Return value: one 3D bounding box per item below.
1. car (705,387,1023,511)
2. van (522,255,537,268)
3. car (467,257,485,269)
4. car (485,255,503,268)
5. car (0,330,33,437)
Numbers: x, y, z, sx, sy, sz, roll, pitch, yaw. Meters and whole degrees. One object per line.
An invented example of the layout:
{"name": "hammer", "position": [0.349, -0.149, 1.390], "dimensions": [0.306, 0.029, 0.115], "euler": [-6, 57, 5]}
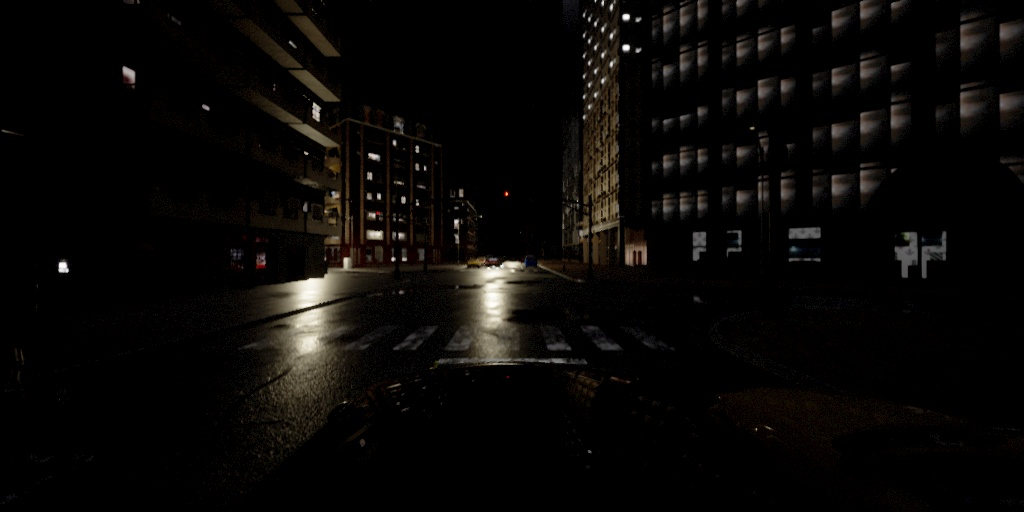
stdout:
{"name": "car", "position": [2.563, 1.280, 1.264], "dimensions": [1.751, 1.417, 4.829], "euler": [0, 0, 0]}
{"name": "van", "position": [2.626, 0.787, 50.086], "dimensions": [1.690, 1.789, 3.998], "euler": [0, 0, 0]}
{"name": "car", "position": [-5.254, 0.972, 49.927], "dimensions": [1.751, 1.417, 4.829], "euler": [0, 0, 0]}
{"name": "car", "position": [-2.759, 0.993, 53.427], "dimensions": [1.994, 1.385, 4.181], "euler": [0, 0, 0]}
{"name": "car", "position": [-5.318, 1.069, 1.098], "dimensions": [2.192, 1.841, 5.009], "euler": [0, 0, 0]}
